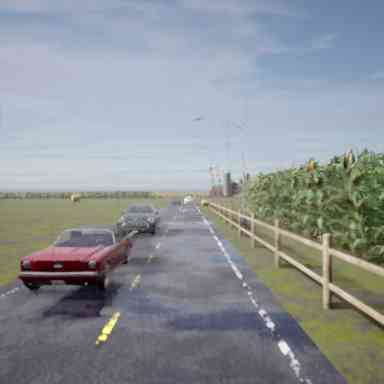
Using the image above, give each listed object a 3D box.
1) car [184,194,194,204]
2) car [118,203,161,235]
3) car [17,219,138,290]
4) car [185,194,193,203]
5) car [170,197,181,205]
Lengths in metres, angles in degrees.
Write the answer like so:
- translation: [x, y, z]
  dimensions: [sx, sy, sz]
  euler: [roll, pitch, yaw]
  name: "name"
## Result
- translation: [-0.661, 1.832, 73.045]
  dimensions: [1.812, 1.442, 4.674]
  euler: [0, 0, -1]
  name: "car"
- translation: [-3.002, 1.492, 19.569]
  dimensions: [2.097, 1.767, 4.553]
  euler: [0, 0, -1]
  name: "car"
- translation: [-2.921, 1.673, 9.423]
  dimensions: [1.895, 1.301, 4.718]
  euler: [0, 0, 0]
  name: "car"
- translation: [-0.776, 1.619, 85.408]
  dimensions: [2.150, 2.045, 5.566]
  euler: [0, 0, -1]
  name: "car"
- translation: [-3.378, 1.824, 69.387]
  dimensions: [2.097, 1.767, 4.553]
  euler: [0, 0, -1]
  name: "car"
